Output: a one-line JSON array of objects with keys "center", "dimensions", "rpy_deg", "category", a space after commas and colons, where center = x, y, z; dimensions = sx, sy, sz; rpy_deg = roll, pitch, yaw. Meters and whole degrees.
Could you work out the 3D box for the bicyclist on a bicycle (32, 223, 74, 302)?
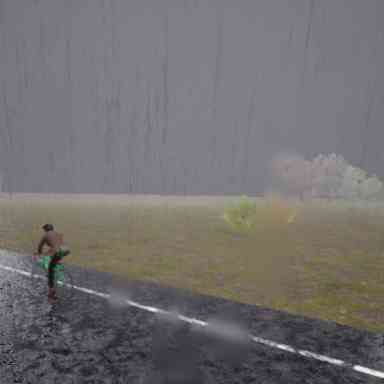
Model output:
[{"center": [-3.104, 1.528, 7.360], "dimensions": [1.656, 1.620, 0.582], "rpy_deg": [0, -1, 37], "category": "bicyclist on a bicycle"}]
